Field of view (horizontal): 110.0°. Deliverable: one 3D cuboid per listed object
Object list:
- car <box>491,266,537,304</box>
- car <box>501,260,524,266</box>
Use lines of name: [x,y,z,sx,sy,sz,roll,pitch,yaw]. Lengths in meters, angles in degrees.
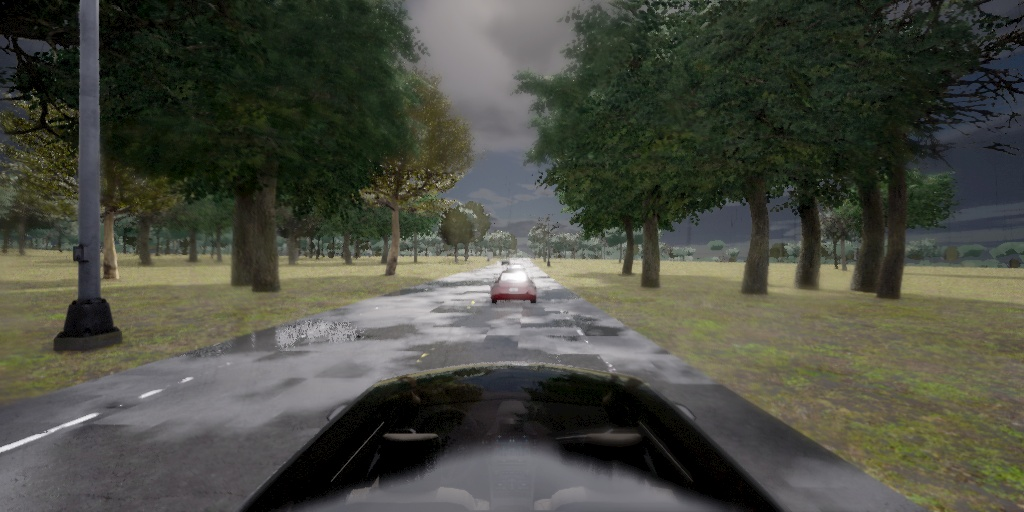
car: [0.090,1.330,16.469,1.994,1.385,4.181,0,0,1]
car: [0.358,1.337,31.450,2.033,1.411,5.357,0,0,1]
